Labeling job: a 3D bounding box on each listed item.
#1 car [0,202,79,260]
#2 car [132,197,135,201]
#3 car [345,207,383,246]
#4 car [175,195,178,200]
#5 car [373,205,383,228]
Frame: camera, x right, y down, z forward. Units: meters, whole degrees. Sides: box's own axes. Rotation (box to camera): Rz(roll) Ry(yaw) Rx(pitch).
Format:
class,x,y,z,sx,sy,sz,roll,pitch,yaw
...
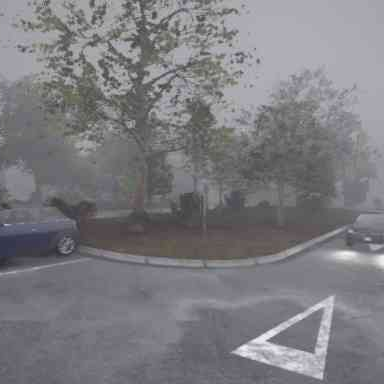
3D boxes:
class,x,y,z,sx,sy,sz,roll,pitch,yaw
car,-5.761,1.140,9.945,2.185,1.767,4.553,2,0,35
car,-13.458,1.254,68.705,4.718,1.301,1.895,0,-1,27
car,8.351,1.618,15.148,1.812,1.442,4.674,-1,-1,36
car,-1.050,0.902,60.508,5.566,2.045,2.150,0,-1,36
car,14.107,1.676,23.361,1.994,1.385,4.181,-1,-1,35
